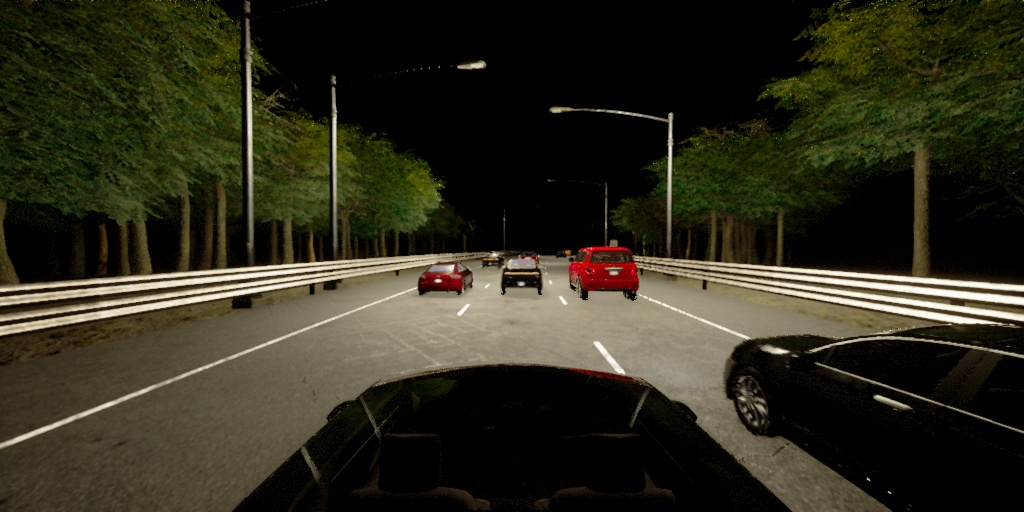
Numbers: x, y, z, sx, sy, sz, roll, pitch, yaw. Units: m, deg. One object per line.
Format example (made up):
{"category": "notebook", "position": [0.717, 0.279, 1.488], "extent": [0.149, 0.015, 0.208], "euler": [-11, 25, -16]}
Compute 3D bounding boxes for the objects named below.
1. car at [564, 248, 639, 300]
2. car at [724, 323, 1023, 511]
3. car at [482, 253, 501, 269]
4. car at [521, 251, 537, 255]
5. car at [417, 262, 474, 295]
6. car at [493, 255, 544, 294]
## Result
{"category": "car", "position": [3.804, 0.658, 15.673], "extent": [2.150, 2.045, 5.566], "euler": [0, 1, 2]}
{"category": "car", "position": [3.519, 1.239, 2.452], "extent": [1.837, 1.490, 4.892], "euler": [0, 1, 0]}
{"category": "car", "position": [-1.807, 0.467, 35.866], "extent": [2.128, 1.511, 4.902], "euler": [0, 1, 5]}
{"category": "car", "position": [1.737, 0.322, 36.166], "extent": [2.097, 1.767, 4.553], "euler": [0, 1, 5]}
{"category": "car", "position": [-3.019, 0.968, 17.030], "extent": [1.994, 1.385, 4.181], "euler": [0, 1, 2]}
{"category": "car", "position": [0.494, 0.890, 17.343], "extent": [2.128, 1.511, 4.902], "euler": [0, 1, 2]}
